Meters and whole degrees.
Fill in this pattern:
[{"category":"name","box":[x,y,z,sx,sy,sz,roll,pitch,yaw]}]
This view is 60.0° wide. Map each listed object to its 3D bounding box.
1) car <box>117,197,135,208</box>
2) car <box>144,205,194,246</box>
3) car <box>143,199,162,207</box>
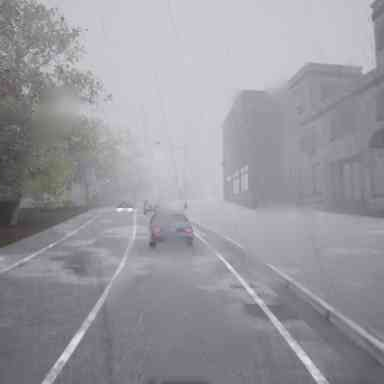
[{"category":"car","box":[-8.506,1.371,42.987,1.994,1.385,4.181,0,0,-4]},{"category":"car","box":[-1.060,1.544,15.359,2.033,1.411,5.357,0,0,-7]},{"category":"car","box":[-4.039,1.450,34.124,2.033,1.411,5.357,1,0,-9]}]
